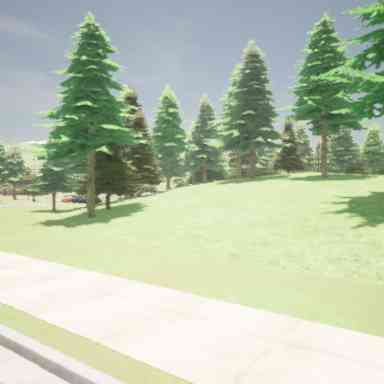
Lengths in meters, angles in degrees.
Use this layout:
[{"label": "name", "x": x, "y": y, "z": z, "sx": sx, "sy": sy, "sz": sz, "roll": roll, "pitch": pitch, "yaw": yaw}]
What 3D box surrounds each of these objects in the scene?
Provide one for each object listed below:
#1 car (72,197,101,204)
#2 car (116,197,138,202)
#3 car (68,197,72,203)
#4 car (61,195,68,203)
[{"label": "car", "x": -19.562, "y": 1.587, "z": 62.759, "sx": 1.895, "sy": 1.301, "sz": 4.718, "roll": 0, "pitch": 0, "yaw": 36}, {"label": "car", "x": -15.937, "y": 1.299, "z": 79.595, "sx": 2.097, "sy": 1.767, "sz": 4.553, "roll": 0, "pitch": 0, "yaw": 36}, {"label": "car", "x": -21.464, "y": 1.302, "z": 66.090, "sx": 2.097, "sy": 1.767, "sz": 4.553, "roll": 0, "pitch": 0, "yaw": 36}, {"label": "car", "x": -24.291, "y": 1.299, "z": 68.154, "sx": 2.097, "sy": 1.767, "sz": 4.553, "roll": 0, "pitch": 0, "yaw": 36}]
